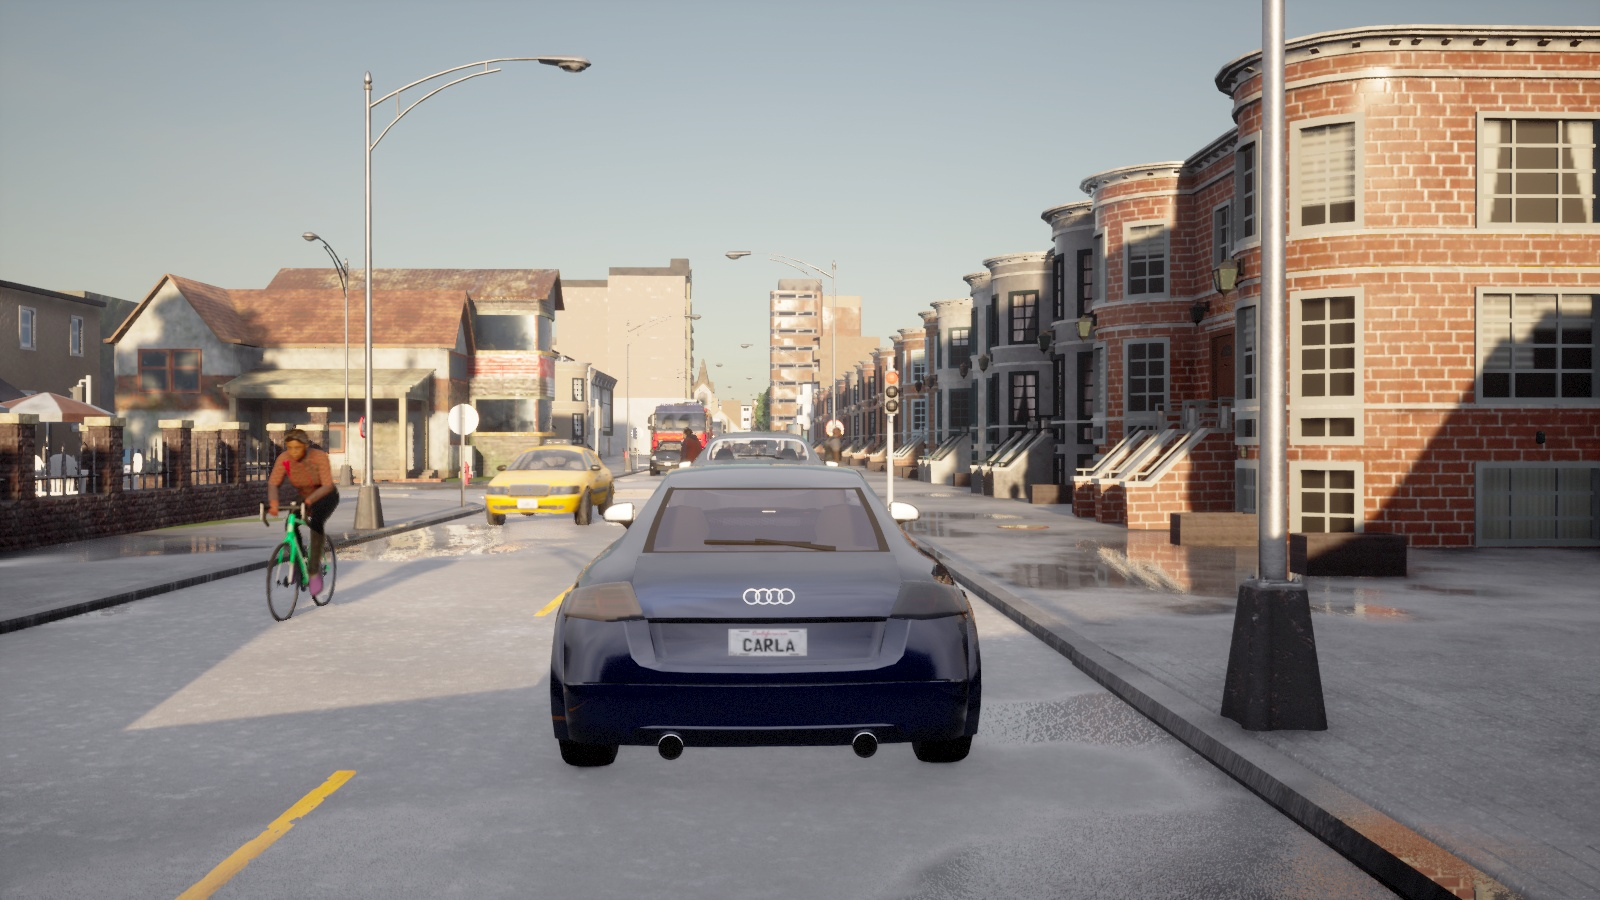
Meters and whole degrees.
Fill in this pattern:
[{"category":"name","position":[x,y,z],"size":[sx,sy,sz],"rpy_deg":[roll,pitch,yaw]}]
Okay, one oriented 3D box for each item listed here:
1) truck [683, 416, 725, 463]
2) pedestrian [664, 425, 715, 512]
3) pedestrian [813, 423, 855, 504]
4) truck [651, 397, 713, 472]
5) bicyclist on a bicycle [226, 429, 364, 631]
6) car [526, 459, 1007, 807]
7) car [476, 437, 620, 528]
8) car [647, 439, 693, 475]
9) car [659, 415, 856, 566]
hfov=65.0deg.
[{"category":"truck","position":[-7.243,-0.781,95.680],"size":[2.891,3.462,7.936],"rpy_deg":[0,0,-2]},{"category":"pedestrian","position":[-2.381,0.386,26.994],"size":[0.899,1.844,0.634],"rpy_deg":[0,0,35]},{"category":"pedestrian","position":[0.802,0.319,29.676],"size":[0.849,1.883,0.563],"rpy_deg":[0,0,-25]},{"category":"truck","position":[-6.322,-0.810,68.437],"size":[2.891,3.827,8.468],"rpy_deg":[0,0,-2]},{"category":"bicyclist on a bicycle","position":[-4.351,0.634,10.935],"size":[0.582,1.620,1.656],"rpy_deg":[0,1,-2]},{"category":"car","position":[-0.217,0.769,7.301],"size":[1.994,1.385,4.181],"rpy_deg":[0,0,-2]},{"category":"car","position":[-4.729,0.544,24.324],"size":[1.801,1.575,5.366],"rpy_deg":[0,0,-1]},{"category":"car","position":[-5.971,0.312,58.107],"size":[1.851,1.617,3.988],"rpy_deg":[0,0,-2]},{"category":"car","position":[-0.538,0.433,16.299],"size":[2.152,1.651,5.027],"rpy_deg":[0,0,-2]}]
